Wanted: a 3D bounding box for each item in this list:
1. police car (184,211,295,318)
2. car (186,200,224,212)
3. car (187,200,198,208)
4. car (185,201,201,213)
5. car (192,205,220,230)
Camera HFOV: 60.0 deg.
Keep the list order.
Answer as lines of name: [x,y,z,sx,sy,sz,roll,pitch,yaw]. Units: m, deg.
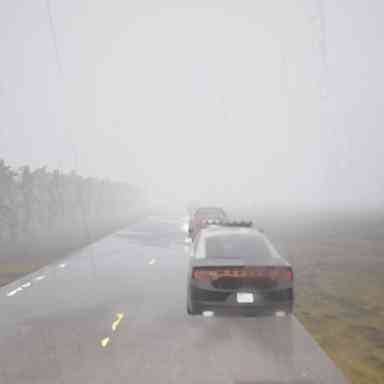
police car: [0.849,1.487,7.828,1.930,1.638,5.238,0,0,0]
car: [0.876,1.501,17.691,2.097,1.767,4.553,0,-1,0]
car: [0.180,2.232,62.787,1.994,1.385,4.181,0,-1,0]
car: [0.158,2.004,45.445,2.033,1.411,5.357,0,-1,1]
car: [0.894,1.715,23.719,1.837,1.490,4.892,0,-1,0]
